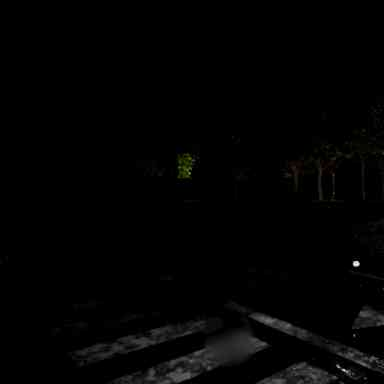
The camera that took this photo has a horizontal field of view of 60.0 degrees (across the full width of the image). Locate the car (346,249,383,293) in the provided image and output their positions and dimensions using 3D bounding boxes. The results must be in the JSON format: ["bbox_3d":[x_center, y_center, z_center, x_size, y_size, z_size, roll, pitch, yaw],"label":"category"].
[{"bbox_3d":[5.637,1.601,7.698,4.718,1.301,1.895,0,0,-35],"label":"car"}]
